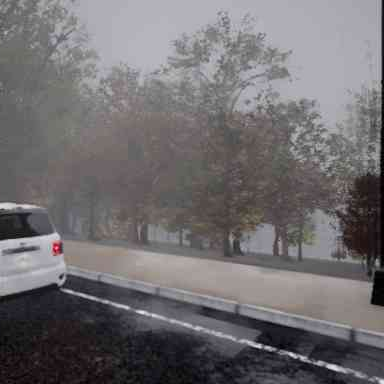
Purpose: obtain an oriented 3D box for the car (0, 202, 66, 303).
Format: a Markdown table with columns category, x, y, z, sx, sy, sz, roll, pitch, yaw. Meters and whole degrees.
| category | x | y | z | sx | sy | sz | roll | pitch | yaw |
| --- | --- | --- | --- | --- | --- | --- | --- | --- | --- |
| car | -5.111 | 1.231 | 7.256 | 5.566 | 2.045 | 2.150 | 0 | 0 | 35 |
